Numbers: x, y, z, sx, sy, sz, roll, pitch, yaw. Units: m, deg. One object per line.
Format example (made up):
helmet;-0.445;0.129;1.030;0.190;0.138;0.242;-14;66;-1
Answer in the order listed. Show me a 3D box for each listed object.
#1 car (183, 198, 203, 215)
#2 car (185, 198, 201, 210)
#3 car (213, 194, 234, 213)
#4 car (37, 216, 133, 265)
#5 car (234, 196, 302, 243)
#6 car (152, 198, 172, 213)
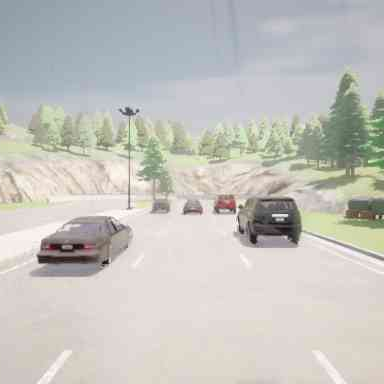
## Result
car;0.097;1.564;34.575;1.994;1.385;4.181;0;0;0
car;0.140;1.547;43.836;2.033;1.411;5.357;0;0;1
car;3.601;1.221;36.872;2.150;2.045;5.566;0;0;0
car;-3.399;1.548;11.572;2.033;1.411;5.357;0;0;0
car;3.600;1.222;16.266;2.150;2.045;5.566;0;0;0
car;-3.397;1.505;37.612;1.837;1.490;4.892;0;0;0
